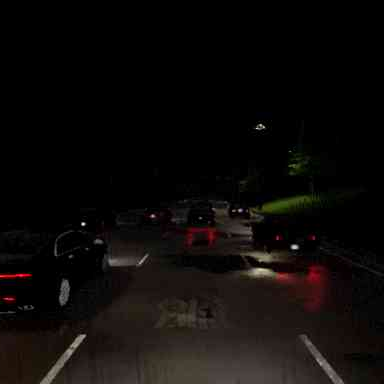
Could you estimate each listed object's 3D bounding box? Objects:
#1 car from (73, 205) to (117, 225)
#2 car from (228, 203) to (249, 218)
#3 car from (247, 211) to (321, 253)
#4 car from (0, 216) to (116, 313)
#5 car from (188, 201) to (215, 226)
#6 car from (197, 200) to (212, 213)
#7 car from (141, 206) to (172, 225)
[{"bbox_3d":[-6.426,1.667,22.398,1.837,1.490,4.892,0,0,2],"label":"car"},{"bbox_3d":[4.607,1.783,32.928,2.033,1.411,5.357,0,0,3],"label":"car"},{"bbox_3d":[3.774,1.703,14.228,1.895,1.301,4.718,0,0,2],"label":"car"},{"bbox_3d":[-3.354,1.563,7.801,1.837,1.490,4.892,0,0,1],"label":"car"},{"bbox_3d":[0.718,1.659,25.359,1.882,1.535,5.008,0,0,3],"label":"car"},{"bbox_3d":[1.648,1.831,42.776,1.812,1.442,4.674,0,0,3],"label":"car"},{"bbox_3d":[-2.743,1.752,26.186,1.994,1.385,4.181,0,0,3],"label":"car"}]
